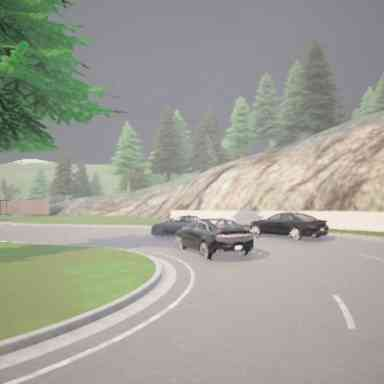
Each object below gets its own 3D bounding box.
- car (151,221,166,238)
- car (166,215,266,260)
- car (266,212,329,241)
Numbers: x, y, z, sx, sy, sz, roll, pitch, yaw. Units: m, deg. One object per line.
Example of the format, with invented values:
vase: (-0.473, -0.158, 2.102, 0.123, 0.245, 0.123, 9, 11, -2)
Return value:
car: (-0.592, 2.167, 20.943, 4.181, 1.385, 1.994, -2, -2, 37)
car: (0.769, 1.884, 14.319, 2.128, 1.511, 4.902, 0, -2, -22)
car: (5.559, 1.921, 19.653, 1.882, 1.535, 5.008, 1, -2, -33)
